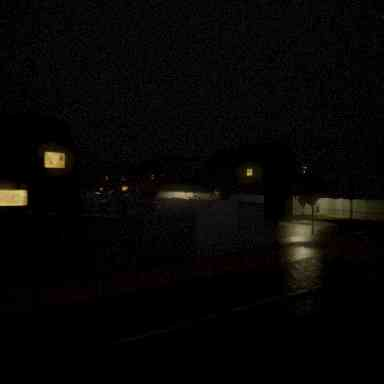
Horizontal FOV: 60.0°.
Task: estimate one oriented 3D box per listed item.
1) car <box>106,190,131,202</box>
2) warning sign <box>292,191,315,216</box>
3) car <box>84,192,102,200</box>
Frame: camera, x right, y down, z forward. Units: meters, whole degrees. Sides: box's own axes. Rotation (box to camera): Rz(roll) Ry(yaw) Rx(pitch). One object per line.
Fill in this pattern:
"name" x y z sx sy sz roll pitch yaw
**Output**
"car" -10.337 0.581 46.658 2.097 1.767 4.553 0 1 -35
"warning sign" 8.359 0.838 24.994 1.300 1.860 1.060 -1 1 -36
"car" -16.260 0.637 54.765 2.033 1.411 5.357 0 1 -36
